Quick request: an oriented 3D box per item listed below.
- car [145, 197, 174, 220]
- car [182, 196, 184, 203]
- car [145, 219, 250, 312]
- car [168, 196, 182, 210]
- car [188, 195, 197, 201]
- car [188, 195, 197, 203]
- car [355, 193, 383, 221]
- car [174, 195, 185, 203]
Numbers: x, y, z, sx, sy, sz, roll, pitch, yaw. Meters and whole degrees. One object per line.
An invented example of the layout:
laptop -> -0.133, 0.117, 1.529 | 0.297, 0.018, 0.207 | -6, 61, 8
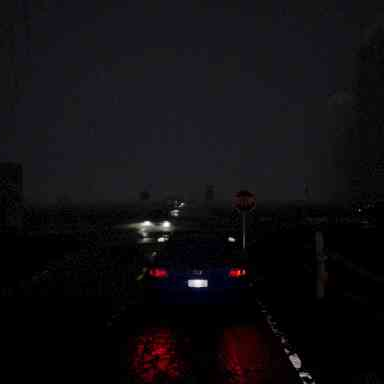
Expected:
car -> -2.820, 1.479, 28.162 | 1.882, 1.535, 5.008 | 0, 0, 0
car -> -2.765, 1.571, 57.303 | 2.033, 1.411, 5.357 | 0, 0, 0
car -> 0.106, 1.562, 7.807 | 1.994, 1.385, 4.181 | 0, 0, 0
car -> -2.798, 1.361, 43.346 | 2.097, 1.767, 4.553 | 0, 0, 0
car -> 0.082, 1.490, 79.386 | 1.994, 1.385, 4.181 | 0, 0, 0
car -> 0.071, 1.585, 68.961 | 2.033, 1.411, 5.357 | 0, 0, 0
car -> 15.154, 0.960, 24.579 | 5.566, 2.045, 2.150 | -1, 1, 0
car -> -2.676, 1.516, 71.250 | 2.128, 1.511, 4.902 | 0, 0, 0
